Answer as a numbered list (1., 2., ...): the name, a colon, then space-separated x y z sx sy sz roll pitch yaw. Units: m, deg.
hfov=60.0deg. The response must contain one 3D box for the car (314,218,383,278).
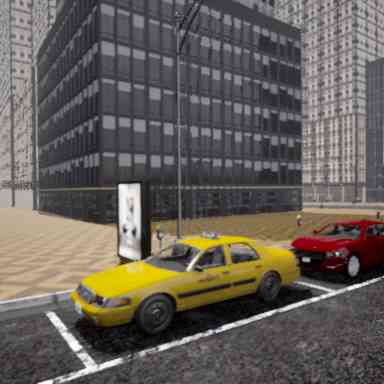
1. car: 4.827 1.522 10.008 4.507 1.381 1.887 0 0 -35

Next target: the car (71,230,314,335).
1. car: 0.161 1.516 6.684 4.829 1.417 1.752 0 0 -35
